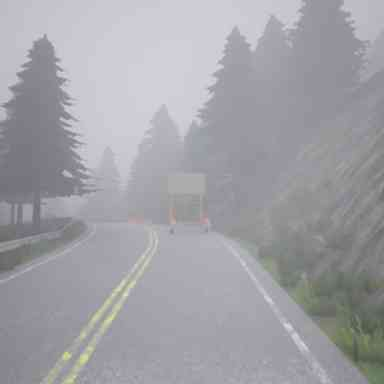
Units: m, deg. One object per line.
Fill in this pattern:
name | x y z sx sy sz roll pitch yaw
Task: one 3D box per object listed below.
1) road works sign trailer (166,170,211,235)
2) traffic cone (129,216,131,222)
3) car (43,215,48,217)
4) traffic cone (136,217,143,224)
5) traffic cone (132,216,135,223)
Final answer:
road works sign trailer | -0.384 0.541 19.503 2.380 3.560 2.880 1 -1 -18
traffic cone | -5.195 2.433 29.482 0.340 0.580 0.340 2 -5 -19
car | -16.741 3.393 39.719 4.718 1.301 1.895 -10 -10 41
traffic cone | -3.923 2.204 25.692 0.340 0.580 0.340 2 -3 -18
traffic cone | -4.559 2.308 27.588 0.340 0.580 0.340 2 -4 -18
